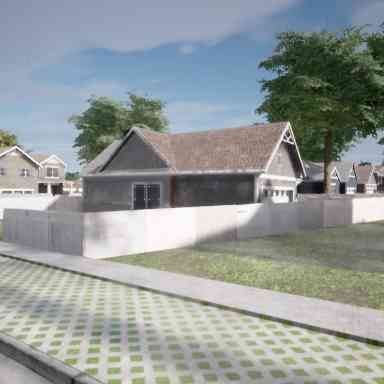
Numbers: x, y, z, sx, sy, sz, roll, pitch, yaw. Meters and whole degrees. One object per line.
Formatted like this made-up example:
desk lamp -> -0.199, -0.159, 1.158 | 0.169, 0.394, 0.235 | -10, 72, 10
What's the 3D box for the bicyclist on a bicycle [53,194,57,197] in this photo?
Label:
bicyclist on a bicycle -> -13.010, 1.030, 31.524 | 1.656, 1.620, 0.582 | 0, 1, 34
